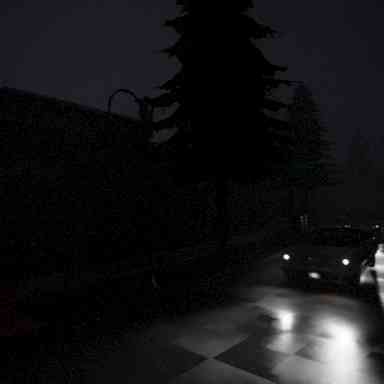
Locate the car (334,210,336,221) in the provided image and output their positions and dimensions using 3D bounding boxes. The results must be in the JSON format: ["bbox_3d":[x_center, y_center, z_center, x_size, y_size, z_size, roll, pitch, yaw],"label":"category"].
[{"bbox_3d":[13.556,1.969,28.783,1.882,1.535,5.008,-2,-1,17],"label":"car"}]

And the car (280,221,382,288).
[{"bbox_3d":[4.326,1.788,10.079,1.895,1.301,4.718,-2,-2,36],"label":"car"}]

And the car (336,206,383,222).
[{"bbox_3d":[9.664,1.803,19.002,2.128,1.511,4.902,-2,-2,26],"label":"car"}]
